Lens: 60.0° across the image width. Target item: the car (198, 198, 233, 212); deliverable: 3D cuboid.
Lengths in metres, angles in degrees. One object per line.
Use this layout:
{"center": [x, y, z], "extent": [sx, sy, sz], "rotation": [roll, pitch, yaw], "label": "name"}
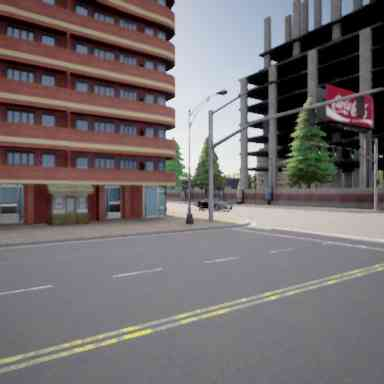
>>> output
{"center": [2.628, 1.433, 38.207], "extent": [2.128, 1.511, 4.902], "rotation": [0, 0, -35], "label": "car"}
